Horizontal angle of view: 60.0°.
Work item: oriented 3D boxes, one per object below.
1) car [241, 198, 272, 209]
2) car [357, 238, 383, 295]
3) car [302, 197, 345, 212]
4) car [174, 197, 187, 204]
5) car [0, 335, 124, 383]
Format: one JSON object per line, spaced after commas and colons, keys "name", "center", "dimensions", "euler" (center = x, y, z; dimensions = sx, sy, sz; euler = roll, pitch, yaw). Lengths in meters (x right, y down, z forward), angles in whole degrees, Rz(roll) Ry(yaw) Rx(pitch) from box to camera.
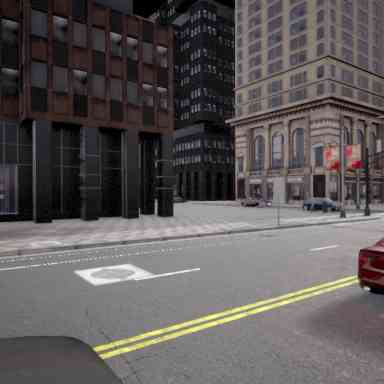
{"name": "car", "center": [8.974, 1.527, 46.449], "dimensions": [2.128, 1.511, 4.902], "euler": [0, 0, -35]}
{"name": "car", "center": [5.737, 1.477, 7.541], "dimensions": [5.008, 1.535, 1.882], "euler": [0, 0, -36]}
{"name": "car", "center": [14.988, 1.376, 37.949], "dimensions": [2.097, 1.767, 4.553], "euler": [0, 0, -35]}
{"name": "car", "center": [-3.042, 1.610, 63.526], "dimensions": [2.033, 1.411, 5.357], "euler": [0, 0, -35]}
{"name": "car", "center": [-2.832, 1.547, 1.421], "dimensions": [5.357, 1.411, 2.033], "euler": [0, 0, -36]}
